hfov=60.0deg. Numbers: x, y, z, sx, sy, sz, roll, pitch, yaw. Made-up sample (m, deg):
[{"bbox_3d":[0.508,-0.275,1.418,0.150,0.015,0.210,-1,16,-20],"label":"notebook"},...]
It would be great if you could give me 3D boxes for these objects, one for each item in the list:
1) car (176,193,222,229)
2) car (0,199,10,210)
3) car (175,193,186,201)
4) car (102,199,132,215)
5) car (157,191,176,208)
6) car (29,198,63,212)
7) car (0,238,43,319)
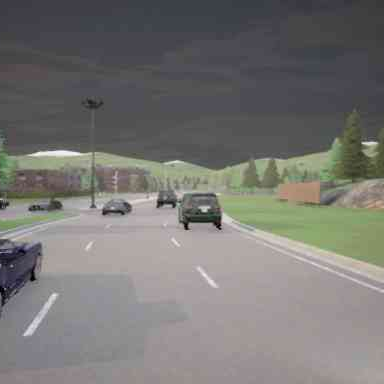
[{"bbox_3d":[0.392,1.053,20.261,2.150,2.045,5.566,0,0,-6],"label":"car"},{"bbox_3d":[-21.812,1.362,35.750,1.895,1.301,4.718,0,0,2],"label":"car"},{"bbox_3d":[-2.295,0.995,65.253,1.812,1.442,4.674,0,0,2],"label":"car"},{"bbox_3d":[-6.733,1.331,30.276,1.994,1.385,4.181,0,0,0],"label":"car"},{"bbox_3d":[-3.000,0.886,41.034,2.150,2.045,5.566,0,0,2],"label":"car"},{"bbox_3d":[-14.894,1.321,34.087,1.994,1.385,4.181,0,0,3],"label":"car"},{"bbox_3d":[-4.340,1.557,6.520,1.895,1.301,4.718,0,0,-13],"label":"car"}]
